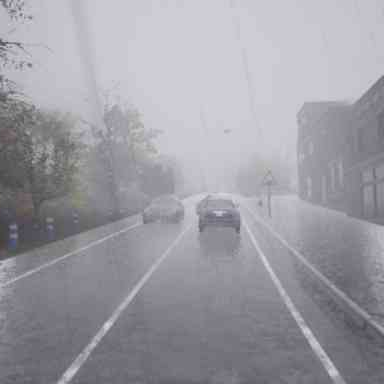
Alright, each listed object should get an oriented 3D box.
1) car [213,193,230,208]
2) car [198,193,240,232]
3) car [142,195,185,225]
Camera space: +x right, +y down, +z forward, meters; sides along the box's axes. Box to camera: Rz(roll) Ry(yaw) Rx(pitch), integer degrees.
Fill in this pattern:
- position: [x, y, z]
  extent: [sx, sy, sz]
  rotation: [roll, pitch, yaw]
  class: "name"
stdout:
- position: [3.318, 0.849, 36.862]
  extent: [1.812, 1.442, 4.674]
  rotation: [0, 1, 6]
  class: "car"
- position: [1.526, 1.074, 18.359]
  extent: [2.097, 1.767, 4.553]
  rotation: [0, 1, 5]
  class: "car"
- position: [-1.687, 1.030, 21.073]
  extent: [2.097, 1.767, 4.553]
  rotation: [0, 1, 6]
  class: "car"
